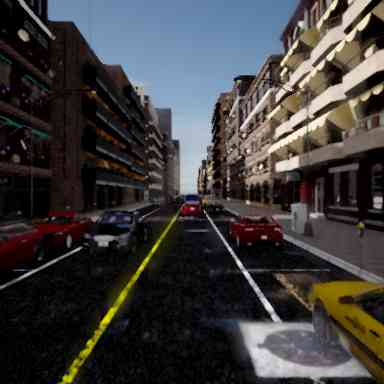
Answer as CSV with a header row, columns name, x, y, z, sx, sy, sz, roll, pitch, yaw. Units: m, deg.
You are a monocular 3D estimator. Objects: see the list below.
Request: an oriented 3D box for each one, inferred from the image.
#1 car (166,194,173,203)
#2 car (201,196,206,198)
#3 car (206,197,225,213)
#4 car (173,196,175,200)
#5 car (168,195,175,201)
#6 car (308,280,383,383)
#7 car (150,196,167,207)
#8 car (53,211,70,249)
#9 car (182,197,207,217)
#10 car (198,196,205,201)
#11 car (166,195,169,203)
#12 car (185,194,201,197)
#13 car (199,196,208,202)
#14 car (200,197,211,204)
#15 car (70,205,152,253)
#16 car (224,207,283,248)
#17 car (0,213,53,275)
name,x,y,z,sx,sy,sz,roll,pitch,yaw
car,-5.701,1.636,70.995,1.887,1.381,4.507,0,0,0
car,2.682,1.604,59.890,1.752,1.417,4.829,0,0,0
car,2.685,1.601,37.175,2.008,1.369,4.403,0,0,0
car,-5.702,1.420,82.269,2.192,1.841,5.009,0,0,0
car,-5.705,1.644,93.370,1.752,1.417,4.829,0,0,0
car,2.690,1.531,3.528,1.752,1.417,4.829,0,0,0
car,-5.698,1.622,54.086,2.008,1.369,4.403,0,0,0
car,-5.692,1.565,14.634,1.887,1.381,4.507,0,0,0
car,0.063,1.547,31.701,2.163,1.488,4.792,0,0,0
car,2.676,1.701,93.538,1.802,1.307,4.206,0,0,0
car,-5.700,1.629,59.723,2.008,1.369,4.403,0,0,0
car,-0.006,1.290,55.294,2.150,2.045,5.566,0,0,0
car,2.678,1.680,76.629,1.802,1.307,4.206,0,0,0
car,2.680,1.651,65.356,1.947,1.339,4.313,0,0,0
car,-3.013,1.512,13.782,2.128,1.511,4.902,0,0,0
car,2.688,1.565,14.631,1.887,1.381,4.507,0,0,0
car,-5.691,1.453,8.996,1.967,1.590,4.097,0,0,0
